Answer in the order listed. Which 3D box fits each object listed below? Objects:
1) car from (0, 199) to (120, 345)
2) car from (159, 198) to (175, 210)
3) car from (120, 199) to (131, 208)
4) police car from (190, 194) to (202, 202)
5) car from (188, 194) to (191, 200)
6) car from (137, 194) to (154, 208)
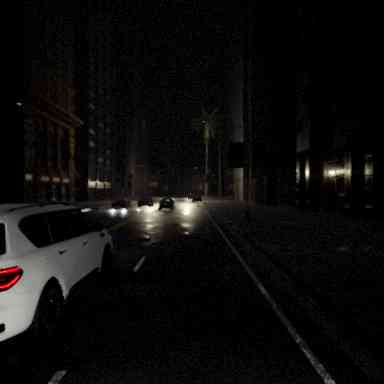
[{"bbox_3d":[-3.156,1.218,6.510,2.150,2.045,5.566,0,0,0],"label":"car"},{"bbox_3d":[-3.162,1.519,42.397,2.033,1.411,5.357,0,0,0],"label":"car"},{"bbox_3d":[-9.846,1.570,46.309,1.895,1.301,4.718,0,0,0],"label":"car"},{"bbox_3d":[1.120,1.387,71.764,1.930,1.638,5.238,0,0,0],"label":"police car"},{"bbox_3d":[-0.021,1.204,89.818,2.097,1.767,4.553,0,0,0],"label":"car"},{"bbox_3d":[-6.591,1.446,47.593,1.882,1.535,5.008,0,0,0],"label":"car"}]
